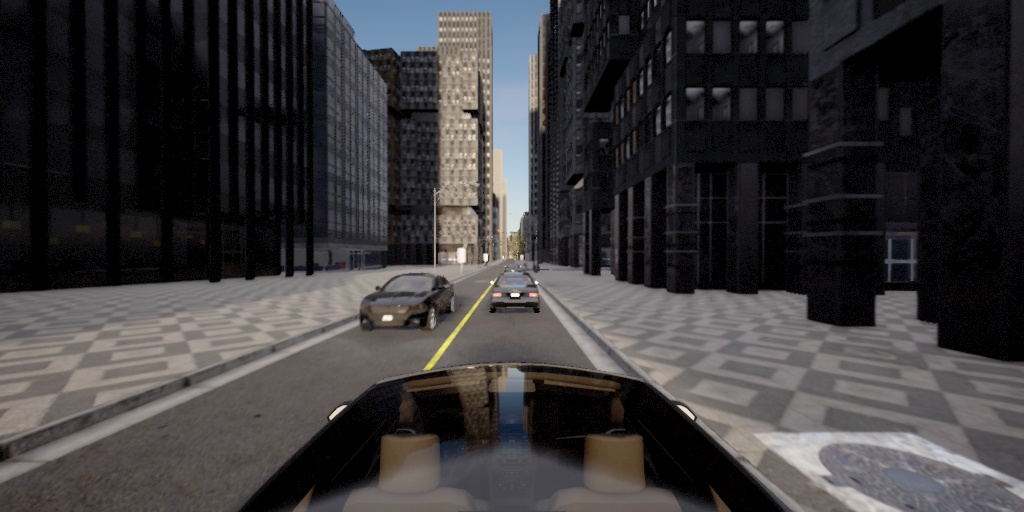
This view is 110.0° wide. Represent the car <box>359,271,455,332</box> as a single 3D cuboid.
[{"bbox_3d":[-3.027,1.265,11.270,1.882,1.535,5.008,0,-1,0],"label":"car"}]

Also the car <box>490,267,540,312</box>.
[{"bbox_3d":[0.102,1.352,14.384,2.033,1.411,5.357,0,0,0],"label":"car"}]

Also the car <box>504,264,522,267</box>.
[{"bbox_3d":[0.108,1.551,39.190,1.994,1.385,4.181,0,-1,0],"label":"car"}]
